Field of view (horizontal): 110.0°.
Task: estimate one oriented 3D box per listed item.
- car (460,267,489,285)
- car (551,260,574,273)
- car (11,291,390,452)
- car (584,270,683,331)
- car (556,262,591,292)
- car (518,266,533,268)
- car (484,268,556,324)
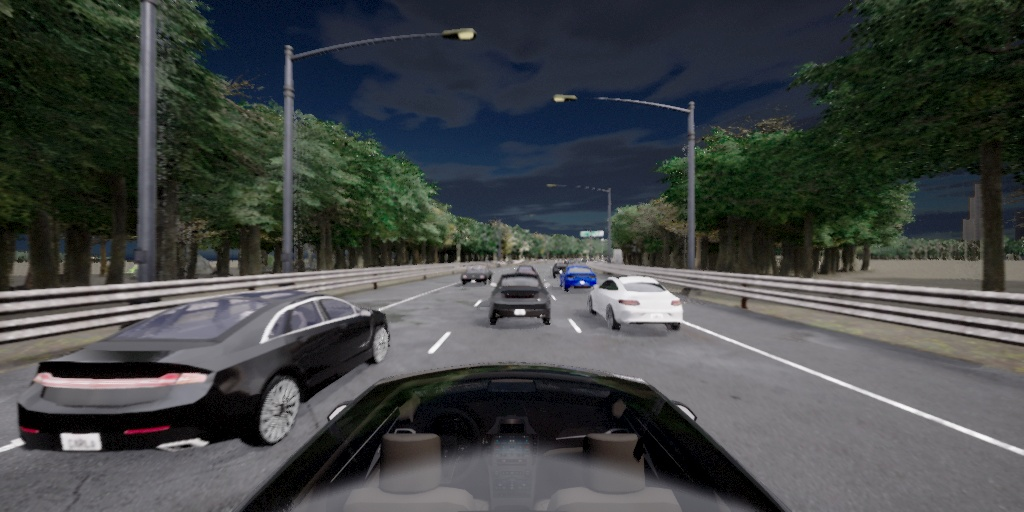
[{"bbox_3d":[-2.550,1.495,27.282,1.895,1.301,4.718,0,0,4],"label":"car"},{"bbox_3d":[5.225,1.474,38.277,1.837,1.490,4.892,0,0,5],"label":"car"},{"bbox_3d":[-3.351,1.255,5.234,2.128,1.511,4.902,0,0,1],"label":"car"},{"bbox_3d":[3.641,1.340,11.174,1.812,1.442,4.674,0,0,1],"label":"car"},{"bbox_3d":[4.083,1.361,22.649,1.882,1.535,5.008,0,0,3],"label":"car"},{"bbox_3d":[1.156,1.481,30.013,1.994,1.385,4.181,0,0,4],"label":"car"},{"bbox_3d":[0.279,1.318,12.308,1.837,1.490,4.892,0,0,1],"label":"car"}]
